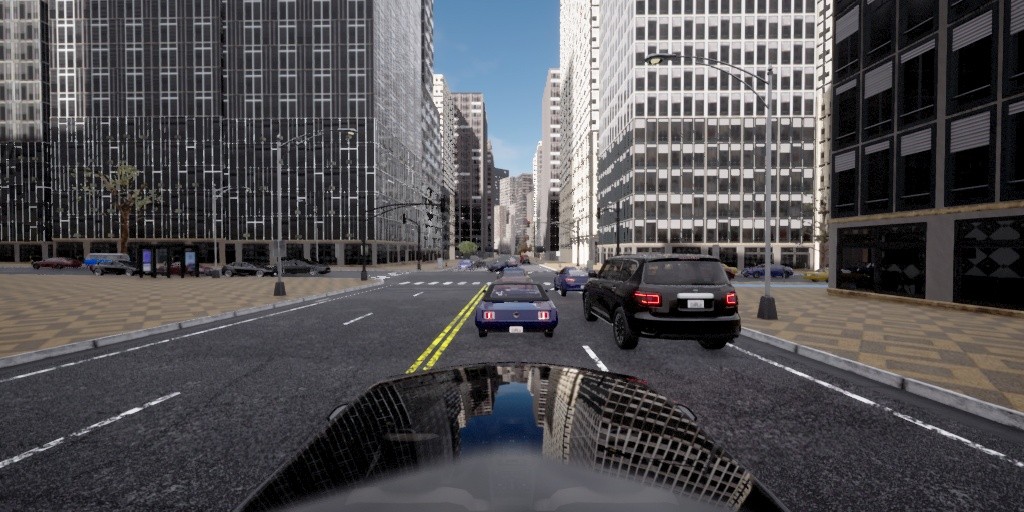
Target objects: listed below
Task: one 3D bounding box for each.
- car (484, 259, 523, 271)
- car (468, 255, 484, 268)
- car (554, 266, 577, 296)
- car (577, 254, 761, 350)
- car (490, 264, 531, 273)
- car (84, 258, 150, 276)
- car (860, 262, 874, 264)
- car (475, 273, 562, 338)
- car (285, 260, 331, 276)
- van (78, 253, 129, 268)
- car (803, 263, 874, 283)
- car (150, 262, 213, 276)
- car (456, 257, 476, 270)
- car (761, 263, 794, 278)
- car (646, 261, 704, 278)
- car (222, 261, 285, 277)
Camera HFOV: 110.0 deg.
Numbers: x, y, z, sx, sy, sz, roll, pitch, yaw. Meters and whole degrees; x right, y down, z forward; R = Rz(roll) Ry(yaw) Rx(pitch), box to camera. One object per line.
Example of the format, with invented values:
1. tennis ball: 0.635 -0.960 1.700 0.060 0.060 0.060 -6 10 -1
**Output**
1. car: -0.908 1.264 41.155 1.895 1.301 4.718 0 0 26
2. car: -6.623 0.925 61.183 2.150 2.045 5.566 0 0 0
3. car: 3.336 1.267 18.924 1.812 1.442 4.674 0 0 0
4. car: 3.345 0.968 9.233 2.150 2.045 5.566 0 0 0
5. car: 0.088 1.305 18.931 1.994 1.385 4.181 0 0 0
6. car: -34.121 1.069 31.473 4.313 1.339 1.948 0 0 1
7. car: 35.906 1.385 36.123 4.553 1.767 2.097 0 1 1
8. car: 0.095 1.347 10.194 1.895 1.301 4.718 0 0 0
9. car: -19.736 1.095 33.824 4.892 1.490 1.837 1 1 1
10. van: -45.319 0.605 40.124 3.998 1.789 1.690 0 0 1
11. car: 27.618 1.579 30.493 4.829 1.417 1.751 0 0 1
12. car: -28.440 1.138 31.305 4.207 1.307 1.802 0 0 1
13. car: -6.630 1.241 51.221 1.812 1.442 4.674 0 0 -2
14. car: 25.805 1.471 36.305 4.674 1.442 1.812 1 1 1
15. car: 16.492 1.341 36.454 5.008 1.535 1.882 1 1 1
16. car: -22.756 1.174 31.176 4.313 1.339 1.948 0 0 1
